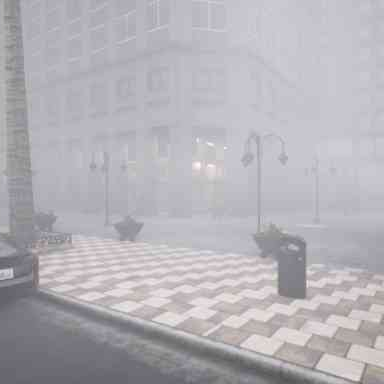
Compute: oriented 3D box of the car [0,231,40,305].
[{"bbox_3d":[-5.267,1.513,7.213,4.786,1.482,2.161,0,0,35],"label":"car"}]
